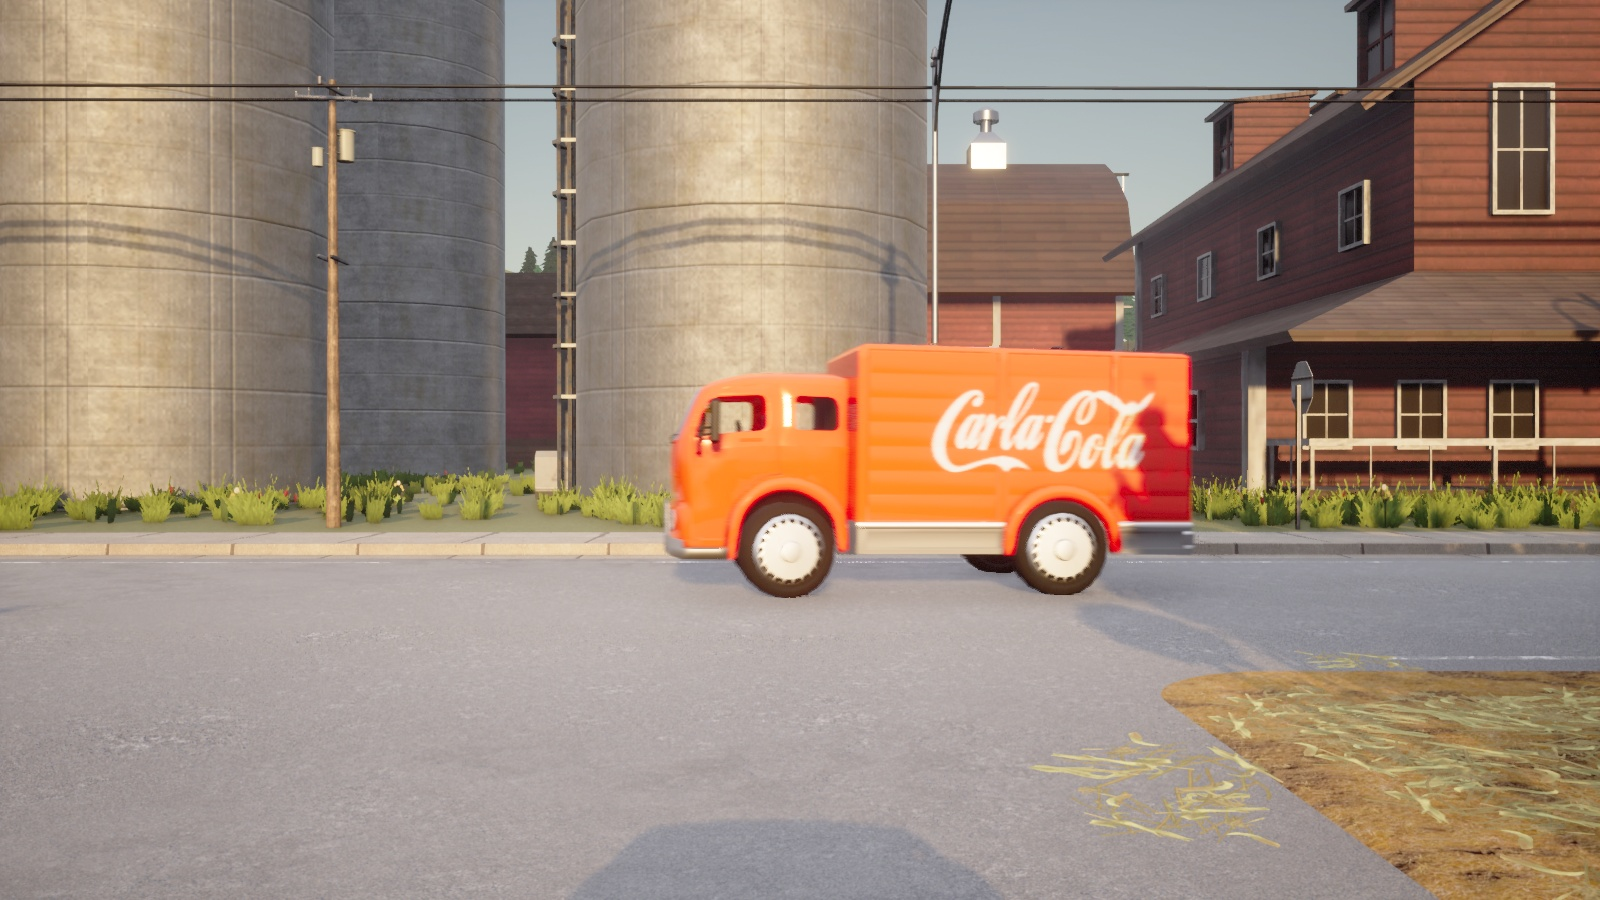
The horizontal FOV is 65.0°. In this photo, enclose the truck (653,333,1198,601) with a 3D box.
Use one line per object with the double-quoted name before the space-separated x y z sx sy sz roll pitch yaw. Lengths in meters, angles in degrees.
"truck" 1.109 0.197 13.194 5.204 2.467 2.627 1 0 -7
